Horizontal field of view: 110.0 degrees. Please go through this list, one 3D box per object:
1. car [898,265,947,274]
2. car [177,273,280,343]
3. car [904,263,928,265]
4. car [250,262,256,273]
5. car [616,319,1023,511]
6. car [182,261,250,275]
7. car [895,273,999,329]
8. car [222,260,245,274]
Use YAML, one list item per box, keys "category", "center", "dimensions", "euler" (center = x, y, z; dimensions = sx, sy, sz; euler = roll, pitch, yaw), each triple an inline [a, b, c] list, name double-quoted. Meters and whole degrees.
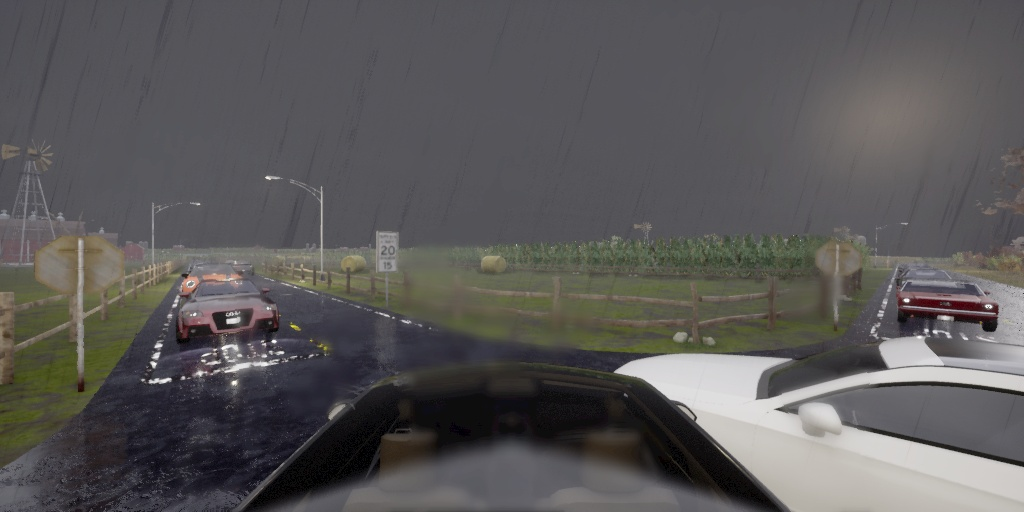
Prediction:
- category: "car"
  center: [20.644, 1.355, 17.909]
  dimensions: [5.357, 1.411, 2.033]
  euler: [0, 1, -43]
- category: "car"
  center: [-7.914, 1.353, 9.950]
  dimensions: [1.994, 1.385, 4.181]
  euler: [0, 0, -42]
- category: "car"
  center: [27.416, 1.391, 24.144]
  dimensions: [4.181, 1.385, 1.994]
  euler: [0, 1, -43]
- category: "car"
  center: [-26.883, 1.274, 35.716]
  dimensions: [2.128, 1.511, 4.902]
  euler: [0, 0, -41]
- category: "car"
  center: [2.844, 1.293, 2.333]
  dimensions: [1.812, 1.442, 4.674]
  euler: [0, 1, -44]
- category: "car"
  center: [-13.672, 1.136, 16.449]
  dimensions: [2.097, 1.767, 4.553]
  euler: [0, 0, -42]
- category: "car"
  center: [13.548, 1.393, 11.365]
  dimensions: [4.718, 1.301, 1.895]
  euler: [0, 1, -43]
- category: "car"
  center: [-33.583, 1.293, 43.193]
  dimensions: [1.837, 1.490, 4.892]
  euler: [0, 0, -41]
